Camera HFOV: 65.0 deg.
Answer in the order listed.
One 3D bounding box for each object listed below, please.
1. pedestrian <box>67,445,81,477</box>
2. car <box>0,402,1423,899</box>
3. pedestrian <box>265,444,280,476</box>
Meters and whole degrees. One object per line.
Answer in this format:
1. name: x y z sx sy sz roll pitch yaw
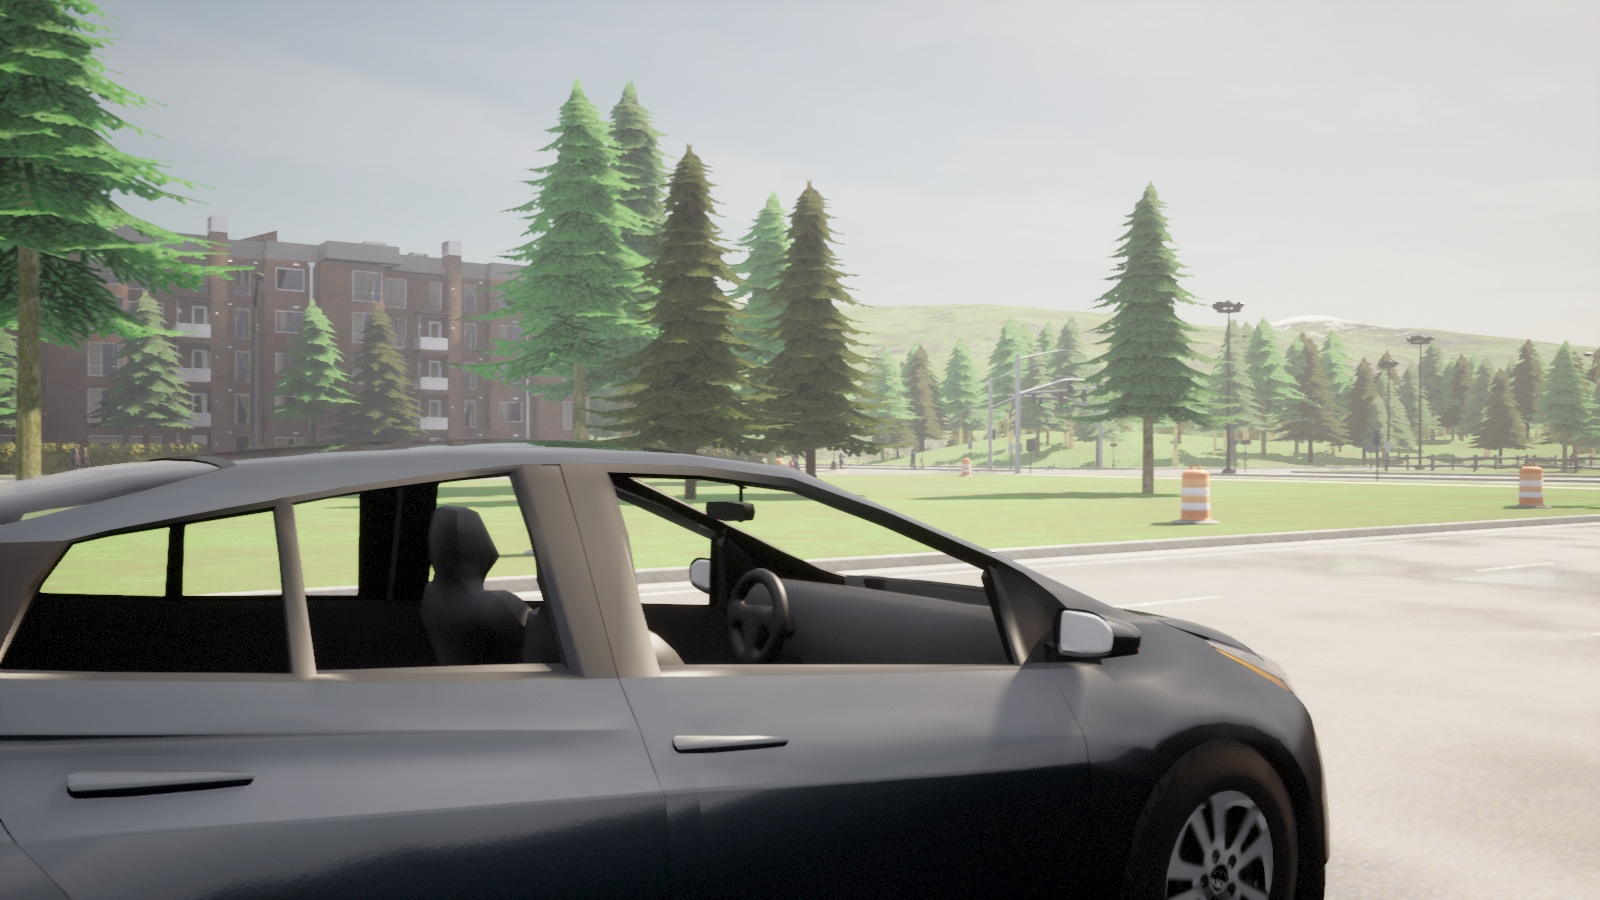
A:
1. pedestrian: -41.449 0.637 71.695 0.694 1.848 0.540 0 0 -34
2. car: -0.581 0.701 3.255 4.514 1.525 2.007 0 0 -35
3. pedestrian: -32.700 0.634 77.791 0.788 1.949 0.423 0 0 -32
